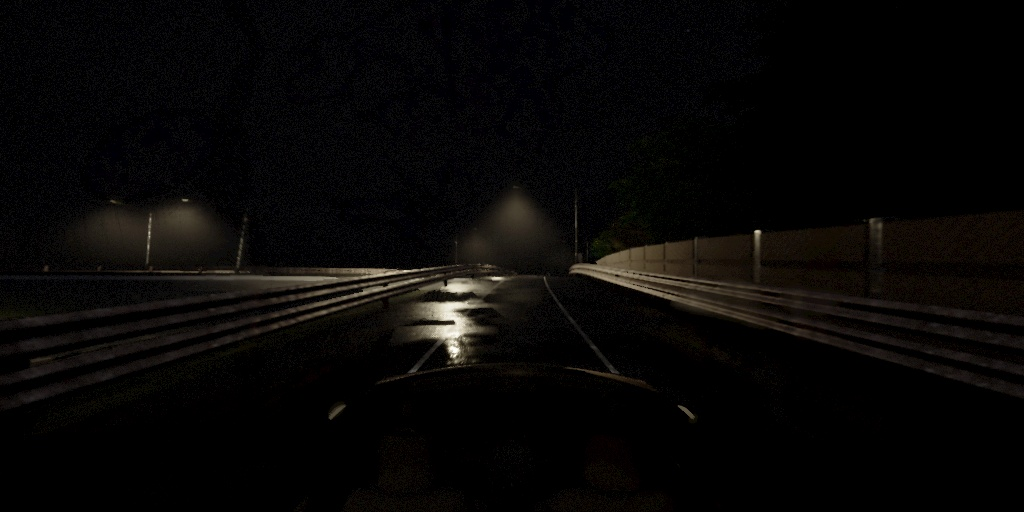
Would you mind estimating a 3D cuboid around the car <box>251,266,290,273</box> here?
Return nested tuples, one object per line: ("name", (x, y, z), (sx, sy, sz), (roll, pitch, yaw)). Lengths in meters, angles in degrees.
("car", (-35.825, 2.291, 53.285), (4.902, 1.511, 2.128), (2, -4, -25))

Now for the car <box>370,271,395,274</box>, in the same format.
("car", (-21.383, 2.950, 61.228), (5.357, 1.411, 2.033), (3, -5, -33))
